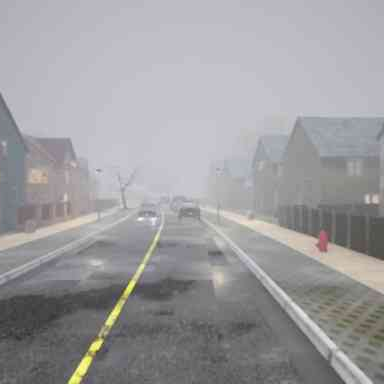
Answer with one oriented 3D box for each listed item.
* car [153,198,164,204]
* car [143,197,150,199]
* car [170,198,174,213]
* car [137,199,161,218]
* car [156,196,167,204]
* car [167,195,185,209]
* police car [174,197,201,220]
[{"bbox_3d":[-7.776,2.119,76.740,1.895,1.301,4.718,0,-1,-12],"label":"car"},{"bbox_3d":[-10.146,1.889,74.422,2.097,1.767,4.553,0,-1,-11],"label":"car"},{"bbox_3d":[-1.223,1.730,39.184,1.812,1.442,4.674,0,-1,-6],"label":"car"},{"bbox_3d":[-4.354,1.715,33.058,2.033,1.411,5.357,0,0,-5],"label":"car"},{"bbox_3d":[-5.292,1.693,63.236,2.150,2.045,5.566,0,-1,-10],"label":"car"},{"bbox_3d":[-1.895,1.486,45.219,2.150,2.045,5.566,0,-1,-7],"label":"car"},{"bbox_3d":[-0.329,1.547,29.270,1.930,1.638,5.238,0,0,-4],"label":"police car"}]
